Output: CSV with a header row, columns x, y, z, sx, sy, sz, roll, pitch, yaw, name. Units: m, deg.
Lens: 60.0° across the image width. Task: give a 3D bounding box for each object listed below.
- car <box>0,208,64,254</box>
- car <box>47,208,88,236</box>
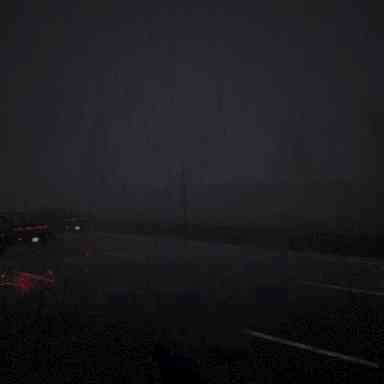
x,y,z,sx,sy,sz,roll,pitch,yaw,name
-7.856,1.591,13.906,4.902,1.511,2.128,0,0,36,car
-7.724,1.607,18.114,4.902,1.511,2.128,0,0,36,car
